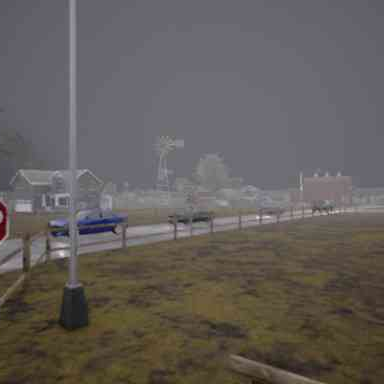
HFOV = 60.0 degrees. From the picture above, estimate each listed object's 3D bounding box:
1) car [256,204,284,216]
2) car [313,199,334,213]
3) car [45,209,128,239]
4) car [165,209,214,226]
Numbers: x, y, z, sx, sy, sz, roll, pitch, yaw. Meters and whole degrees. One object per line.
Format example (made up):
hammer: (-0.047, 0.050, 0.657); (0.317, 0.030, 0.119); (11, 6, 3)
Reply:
car: (9.904, 2.257, 41.945); (2.033, 1.411, 5.357); (0, -1, 35)
car: (20.426, 2.189, 51.776); (2.150, 2.045, 5.566); (0, -1, 35)
car: (-6.040, 1.785, 19.464); (1.882, 1.535, 5.008); (0, -1, 36)
car: (-0.164, 2.040, 27.735); (1.895, 1.301, 4.718); (0, -1, 35)
